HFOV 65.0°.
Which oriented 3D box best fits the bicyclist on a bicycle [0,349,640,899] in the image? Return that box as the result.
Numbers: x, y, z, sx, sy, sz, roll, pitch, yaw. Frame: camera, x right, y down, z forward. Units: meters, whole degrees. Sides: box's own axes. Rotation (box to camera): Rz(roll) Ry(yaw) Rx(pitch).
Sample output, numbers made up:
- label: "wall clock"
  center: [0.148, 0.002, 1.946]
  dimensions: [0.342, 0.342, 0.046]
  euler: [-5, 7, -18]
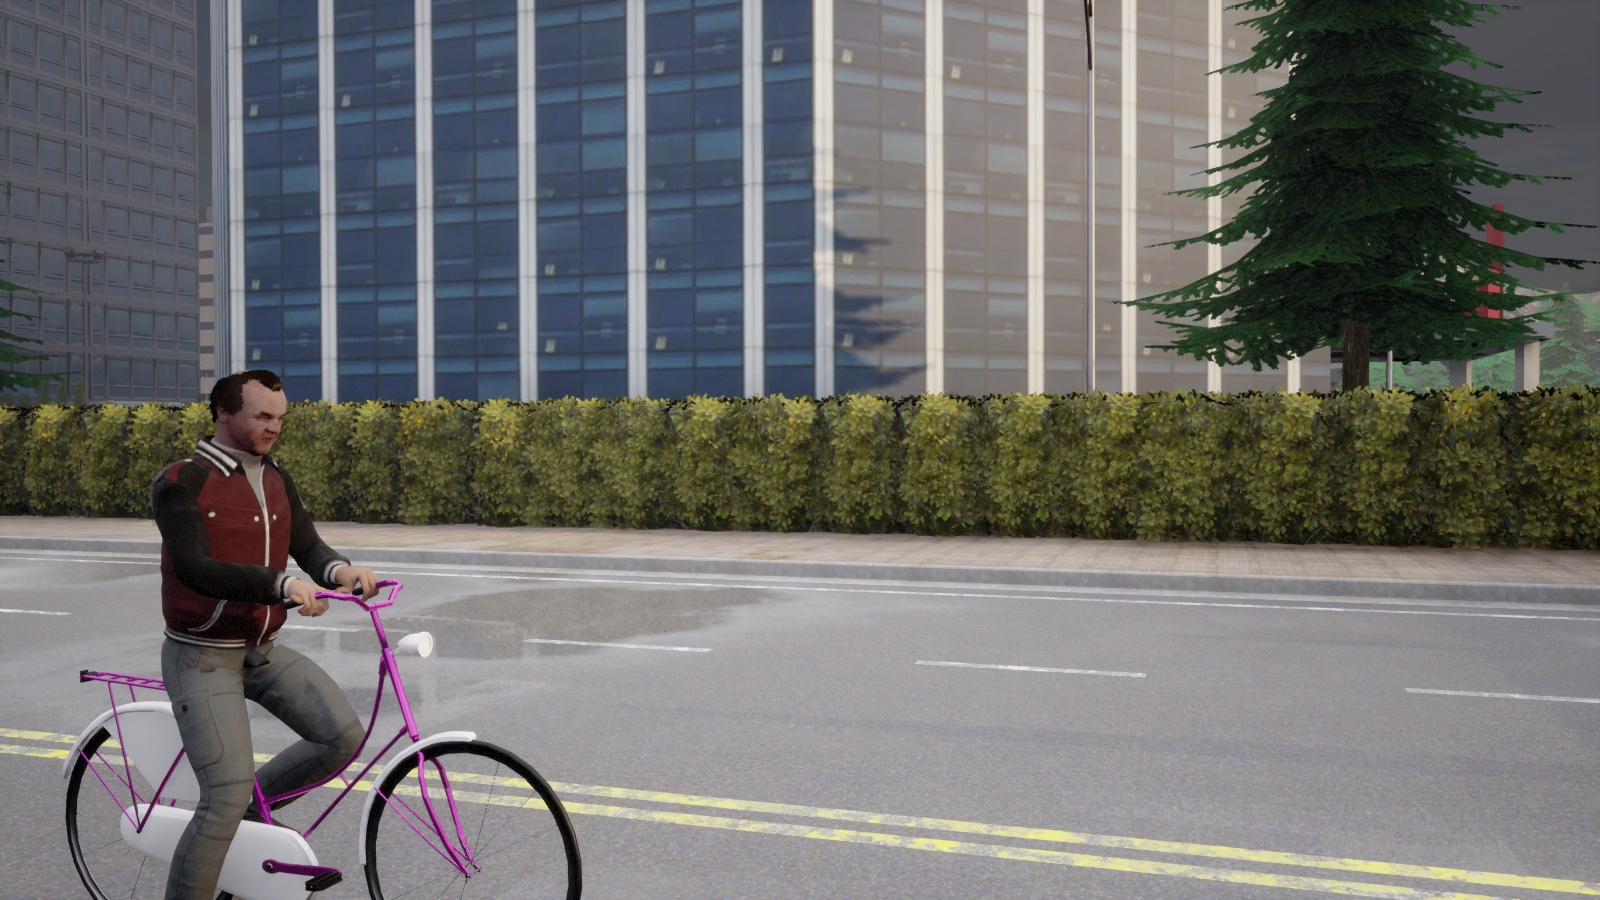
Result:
- label: "bicyclist on a bicycle"
  center: [-1.451, 0.633, 3.680]
  dimensions: [1.843, 1.776, 0.659]
  euler: [0, 1, 19]
